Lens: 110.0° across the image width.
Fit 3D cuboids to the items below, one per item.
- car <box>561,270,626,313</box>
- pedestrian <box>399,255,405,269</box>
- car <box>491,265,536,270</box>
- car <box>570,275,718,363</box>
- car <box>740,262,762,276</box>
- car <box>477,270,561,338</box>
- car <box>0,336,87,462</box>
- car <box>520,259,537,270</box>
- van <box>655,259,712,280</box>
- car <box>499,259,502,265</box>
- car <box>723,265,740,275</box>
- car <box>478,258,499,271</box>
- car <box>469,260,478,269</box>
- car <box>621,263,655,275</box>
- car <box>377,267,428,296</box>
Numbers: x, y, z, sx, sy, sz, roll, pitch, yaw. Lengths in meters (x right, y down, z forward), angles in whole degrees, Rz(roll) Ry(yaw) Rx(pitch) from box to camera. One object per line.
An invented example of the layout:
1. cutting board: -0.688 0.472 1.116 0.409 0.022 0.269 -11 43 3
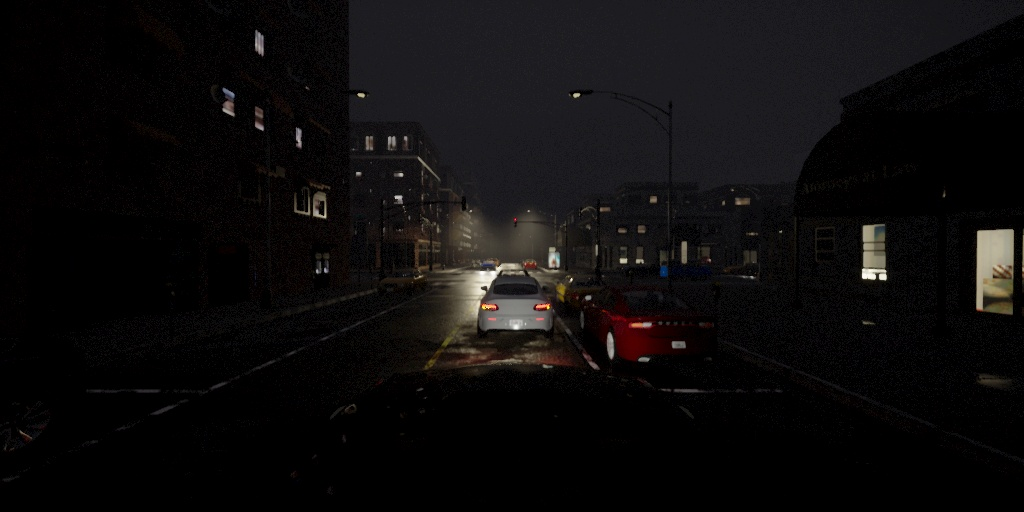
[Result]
1. car: 2.667 1.270 13.853 1.751 1.417 4.829 0 0 0
2. pedestrian: -12.707 0.810 41.234 0.375 1.860 0.375 0 0 -1
3. car: 0.076 1.344 19.110 1.895 1.301 4.718 0 0 0
4. car: 2.678 1.292 7.986 1.888 1.381 4.507 0 0 0
5. car: 25.916 1.359 36.064 4.181 1.385 1.994 0 0 -1
6. car: 0.084 1.272 9.999 1.812 1.442 4.674 0 0 0
7. car: -5.692 1.315 2.278 1.948 1.339 4.313 0 0 0
8. car: 2.593 1.187 51.850 1.967 1.591 4.097 0 0 0
9. van: 14.600 1.149 30.173 3.998 1.789 1.690 0 0 -1
10. car: -3.177 1.232 61.479 1.882 1.535 5.008 0 0 0
11. car: 25.413 1.301 38.655 4.829 1.417 1.751 0 0 -1
12. car: -3.186 1.346 49.141 1.895 1.301 4.718 0 0 0
13. car: -5.799 1.302 57.519 2.007 1.370 4.403 0 0 0
14. car: 13.423 1.364 35.949 4.718 1.301 1.895 0 0 -1
15. car: -5.725 1.269 19.198 1.751 1.417 4.829 0 0 0
